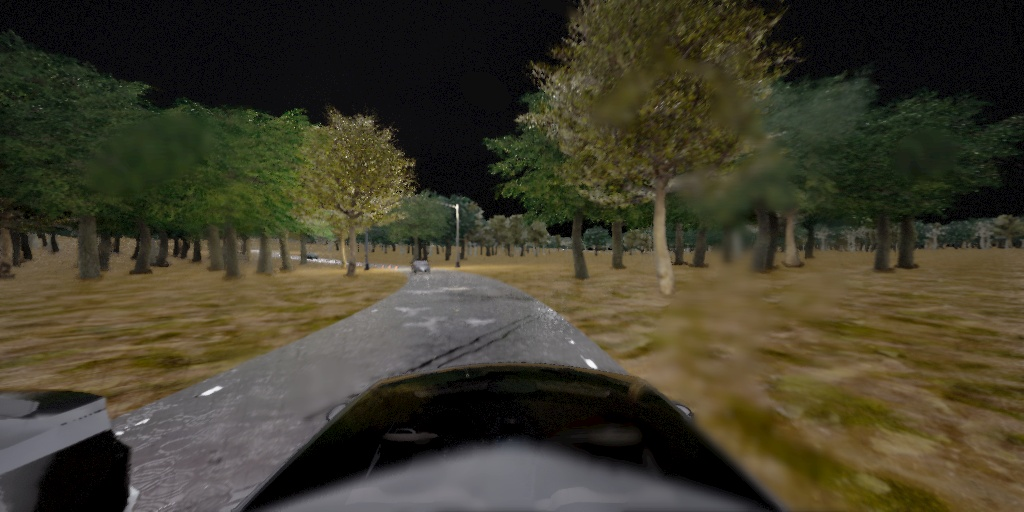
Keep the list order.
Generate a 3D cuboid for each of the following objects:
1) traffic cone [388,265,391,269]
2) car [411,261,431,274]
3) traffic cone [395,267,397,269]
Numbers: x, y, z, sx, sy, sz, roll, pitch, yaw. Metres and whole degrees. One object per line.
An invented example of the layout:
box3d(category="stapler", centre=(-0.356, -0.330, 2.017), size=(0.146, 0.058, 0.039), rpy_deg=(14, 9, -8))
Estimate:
box3d(category="traffic cone", centre=(-20.249, 1.779, 59.369), size=(0.340, 0.580, 0.340), rpy_deg=(0, 0, -31))
box3d(category="car", centre=(-10.673, 1.286, 41.968), size=(2.128, 1.511, 4.902), rpy_deg=(-1, 0, -21))
box3d(category="traffic cone", centre=(-17.821, 1.771, 55.134), size=(0.340, 0.580, 0.340), rpy_deg=(0, 0, -29))
